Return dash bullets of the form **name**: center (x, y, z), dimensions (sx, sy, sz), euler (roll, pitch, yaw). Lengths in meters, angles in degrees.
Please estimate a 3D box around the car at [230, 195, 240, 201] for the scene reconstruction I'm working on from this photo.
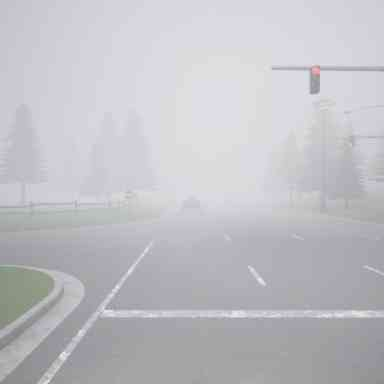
- **car**: center (10.420, 1.385, 80.787), dimensions (1.994, 1.385, 4.181), euler (0, 0, 0)

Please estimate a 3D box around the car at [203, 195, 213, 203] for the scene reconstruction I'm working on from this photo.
- **car**: center (3.430, 1.545, 70.777), dimensions (1.994, 1.385, 4.181), euler (0, 0, 0)

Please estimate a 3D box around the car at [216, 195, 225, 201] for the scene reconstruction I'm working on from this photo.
- **car**: center (6.920, 1.385, 80.783), dimensions (1.994, 1.385, 4.181), euler (0, 0, 0)

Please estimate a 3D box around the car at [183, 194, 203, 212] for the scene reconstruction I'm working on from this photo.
- **car**: center (-0.039, 1.352, 39.706), dimensions (2.097, 1.767, 4.553), euler (0, 0, 0)

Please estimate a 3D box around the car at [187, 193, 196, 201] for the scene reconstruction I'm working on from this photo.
- **car**: center (-0.080, 1.188, 80.746), dimensions (2.097, 1.767, 4.553), euler (0, 0, 0)

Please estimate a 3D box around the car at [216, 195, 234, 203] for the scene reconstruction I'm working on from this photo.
- **car**: center (6.930, 1.531, 70.364), dimensions (2.033, 1.411, 5.357), euler (0, 0, 0)

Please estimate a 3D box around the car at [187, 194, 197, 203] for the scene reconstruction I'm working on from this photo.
- **car**: center (-0.070, 1.348, 70.743), dimensions (2.097, 1.767, 4.553), euler (0, 0, 0)

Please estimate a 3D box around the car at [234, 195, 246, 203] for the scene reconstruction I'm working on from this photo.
- **car**: center (10.430, 1.517, 70.784), dimensions (1.812, 1.442, 4.674), euler (0, 0, 0)

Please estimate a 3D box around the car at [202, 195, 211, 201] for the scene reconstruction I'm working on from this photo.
- **car**: center (3.420, 1.428, 80.810), dimensions (1.895, 1.301, 4.718), euler (0, 0, 0)
